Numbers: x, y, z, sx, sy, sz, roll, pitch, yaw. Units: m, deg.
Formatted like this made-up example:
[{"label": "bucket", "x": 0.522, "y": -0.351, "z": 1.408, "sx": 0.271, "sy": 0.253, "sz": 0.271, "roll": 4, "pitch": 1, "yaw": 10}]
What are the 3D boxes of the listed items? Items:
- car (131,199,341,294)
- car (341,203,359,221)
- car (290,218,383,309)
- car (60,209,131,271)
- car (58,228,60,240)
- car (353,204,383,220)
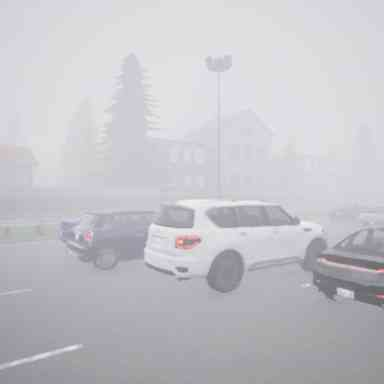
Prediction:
[{"label": "car", "x": 1.425, "y": 1.215, "z": 9.063, "sx": 5.566, "sy": 2.045, "sz": 2.150, "roll": 0, "pitch": 0, "yaw": -36}, {"label": "car", "x": 12.354, "y": 1.540, "z": 25.461, "sx": 4.181, "sy": 1.385, "sz": 1.994, "roll": 0, "pitch": 0, "yaw": -36}, {"label": "car", "x": 4.552, "y": 1.484, "z": 6.995, "sx": 4.902, "sy": 1.511, "sz": 2.128, "roll": 0, "pitch": 0, "yaw": -36}, {"label": "car", "x": -1.690, "y": 1.347, "z": 11.141, "sx": 4.553, "sy": 1.767, "sz": 2.097, "roll": 0, "pitch": 0, "yaw": -36}, {"label": "car", "x": -3.119, "y": 1.472, "z": 14.420, "sx": 5.008, "sy": 1.535, "sz": 1.882, "roll": 0, "pitch": 0, "yaw": -36}, {"label": "car", "x": 12.733, "y": 1.579, "z": 21.430, "sx": 4.718, "sy": 1.301, "sz": 1.895, "roll": 0, "pitch": 0, "yaw": -36}]
